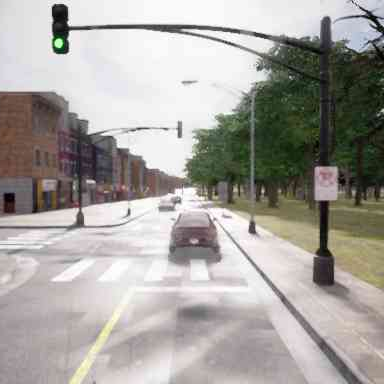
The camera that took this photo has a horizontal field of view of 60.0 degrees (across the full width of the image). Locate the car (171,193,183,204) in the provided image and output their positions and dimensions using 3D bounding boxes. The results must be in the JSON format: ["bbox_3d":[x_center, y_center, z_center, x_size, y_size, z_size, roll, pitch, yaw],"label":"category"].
[{"bbox_3d":[-2.784,1.494,61.847,1.837,1.490,4.892,0,-1,0],"label":"car"}]

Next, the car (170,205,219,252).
[{"bbox_3d":[0.086,1.512,13.811,1.812,1.442,4.674,0,1,0],"label":"car"}]

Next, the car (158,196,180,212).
[{"bbox_3d":[-2.858,1.535,38.929,2.033,1.411,5.357,0,0,0],"label":"car"}]
